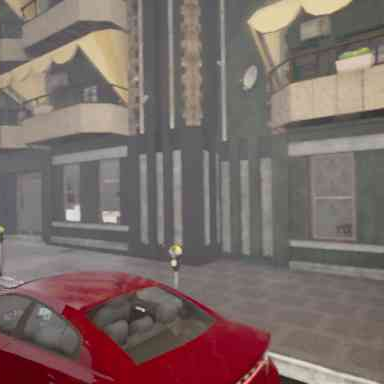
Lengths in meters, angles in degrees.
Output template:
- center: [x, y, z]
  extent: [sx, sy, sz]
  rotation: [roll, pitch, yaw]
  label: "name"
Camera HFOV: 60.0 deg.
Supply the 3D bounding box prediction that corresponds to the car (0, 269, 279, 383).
- center: [-1.339, 1.571, 3.692]
  extent: [4.507, 1.381, 1.887]
  rotation: [-1, -1, 36]
  label: "car"
